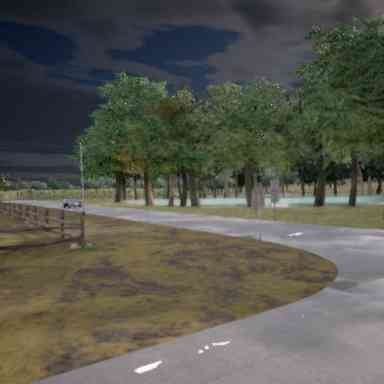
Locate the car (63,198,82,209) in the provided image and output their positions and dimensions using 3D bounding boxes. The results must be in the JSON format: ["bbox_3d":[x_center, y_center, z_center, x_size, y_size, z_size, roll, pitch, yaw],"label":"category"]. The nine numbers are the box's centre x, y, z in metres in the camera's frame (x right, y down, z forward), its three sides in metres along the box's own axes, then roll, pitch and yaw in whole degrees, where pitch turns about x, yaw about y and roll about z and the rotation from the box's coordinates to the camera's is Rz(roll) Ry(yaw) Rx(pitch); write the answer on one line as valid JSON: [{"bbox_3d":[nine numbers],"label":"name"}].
[{"bbox_3d":[-18.165,1.678,50.335,2.128,1.511,4.902,-3,2,-35],"label":"car"}]
